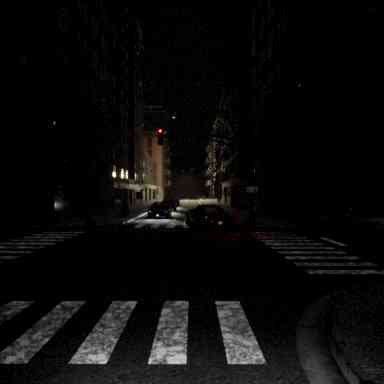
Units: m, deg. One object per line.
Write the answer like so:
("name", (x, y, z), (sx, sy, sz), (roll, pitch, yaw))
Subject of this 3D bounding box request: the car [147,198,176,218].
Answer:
("car", (-2.841, 1.541, 30.207), (2.033, 1.411, 5.357), (0, 0, 0))

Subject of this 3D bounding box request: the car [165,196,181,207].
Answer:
("car", (-2.834, 1.474, 50.979), (2.128, 1.511, 4.902), (0, 0, 0))

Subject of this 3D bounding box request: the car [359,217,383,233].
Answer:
("car", (11.636, 1.554, 17.902), (4.829, 1.417, 1.752), (0, 0, 0))

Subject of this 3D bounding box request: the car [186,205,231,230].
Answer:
("car", (0.959, 1.530, 20.948), (1.812, 1.442, 4.674), (-1, 1, -16))

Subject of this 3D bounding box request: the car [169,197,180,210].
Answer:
("car", (-2.835, 1.480, 40.585), (2.128, 1.511, 4.902), (0, 0, 0))
